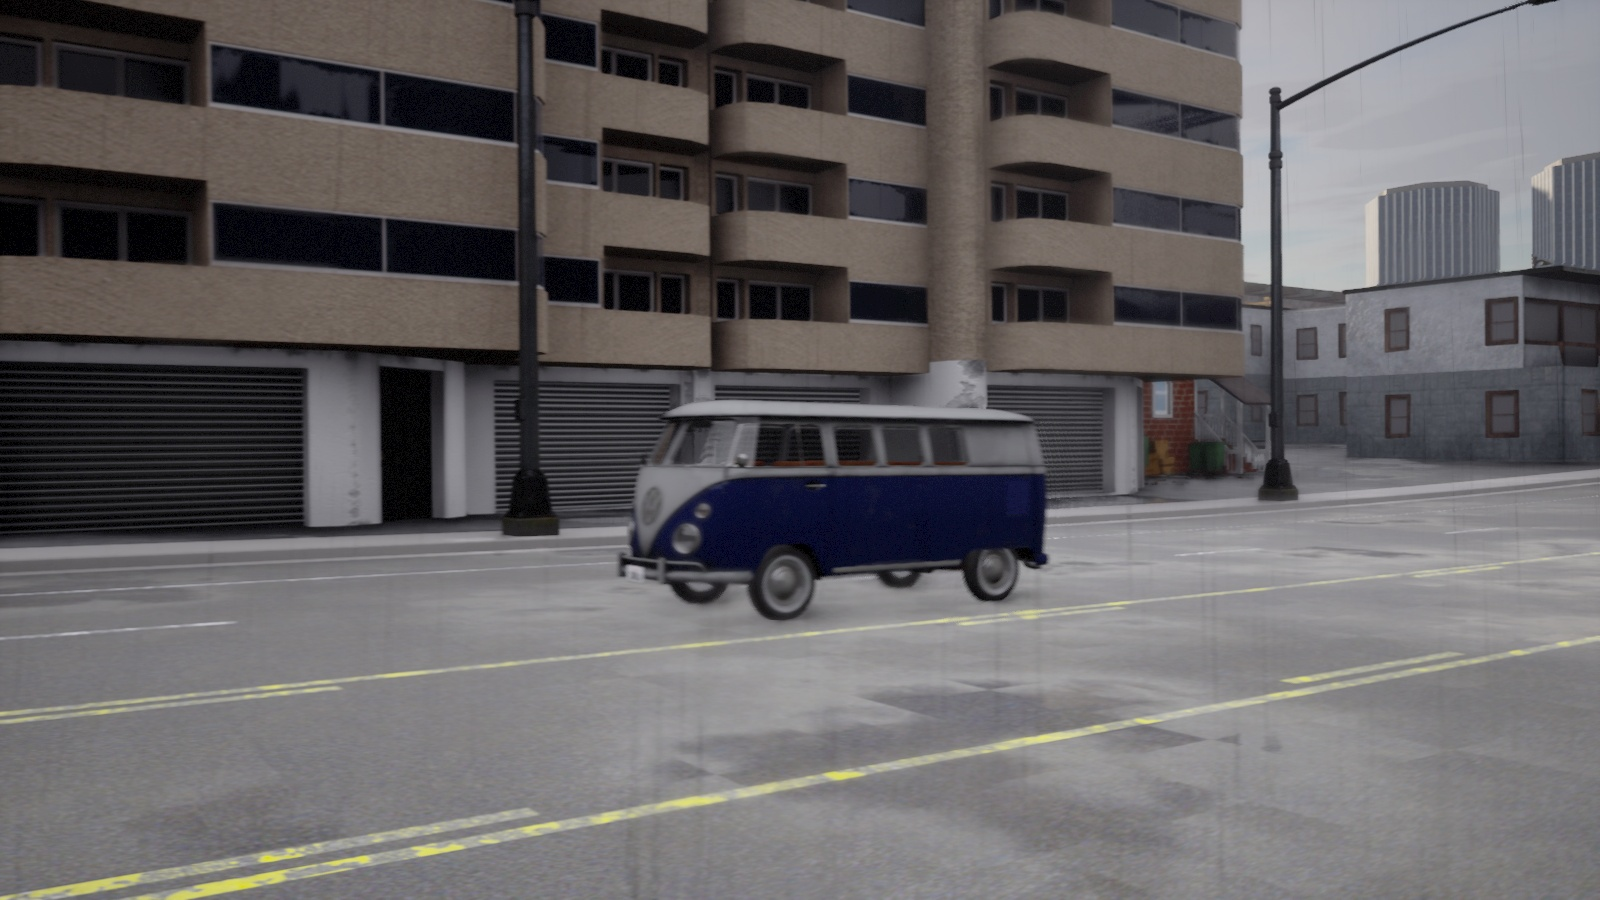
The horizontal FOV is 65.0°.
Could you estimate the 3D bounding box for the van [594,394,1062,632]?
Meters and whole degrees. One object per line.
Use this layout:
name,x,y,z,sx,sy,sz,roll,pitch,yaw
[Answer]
van,0.376,0.526,12.450,4.442,1.987,1.775,0,0,-35
